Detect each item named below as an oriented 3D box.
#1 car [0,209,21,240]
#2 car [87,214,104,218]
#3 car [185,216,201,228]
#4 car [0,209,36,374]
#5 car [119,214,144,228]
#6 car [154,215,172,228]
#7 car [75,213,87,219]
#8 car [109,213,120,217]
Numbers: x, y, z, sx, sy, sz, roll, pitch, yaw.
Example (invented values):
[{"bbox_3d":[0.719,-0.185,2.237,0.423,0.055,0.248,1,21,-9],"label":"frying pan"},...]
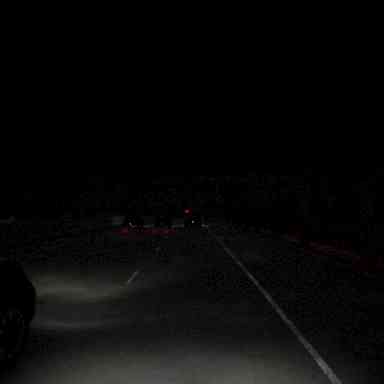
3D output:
[{"bbox_3d":[-14.090,2.192,22.474,2.150,2.045,5.566,0,-4,0],"label":"car"},{"bbox_3d":[-18.099,4.895,63.366,1.895,1.301,4.718,0,-3,-6],"label":"car"},{"bbox_3d":[0.116,3.538,40.168,1.994,1.385,4.181,0,-3,0],"label":"car"},{"bbox_3d":[-3.399,1.252,2.588,2.150,2.045,5.566,0,-1,0],"label":"car"},{"bbox_3d":[-6.885,3.439,39.476,1.837,1.490,4.892,0,-3,0],"label":"car"},{"bbox_3d":[-3.385,3.496,40.106,1.812,1.442,4.674,0,-3,0],"label":"car"},{"bbox_3d":[-22.106,4.953,66.614,1.882,1.535,5.008,0,-3,-8],"label":"car"},{"bbox_3d":[-14.541,4.725,62.551,1.882,1.535,5.008,0,-3,-5],"label":"car"}]
